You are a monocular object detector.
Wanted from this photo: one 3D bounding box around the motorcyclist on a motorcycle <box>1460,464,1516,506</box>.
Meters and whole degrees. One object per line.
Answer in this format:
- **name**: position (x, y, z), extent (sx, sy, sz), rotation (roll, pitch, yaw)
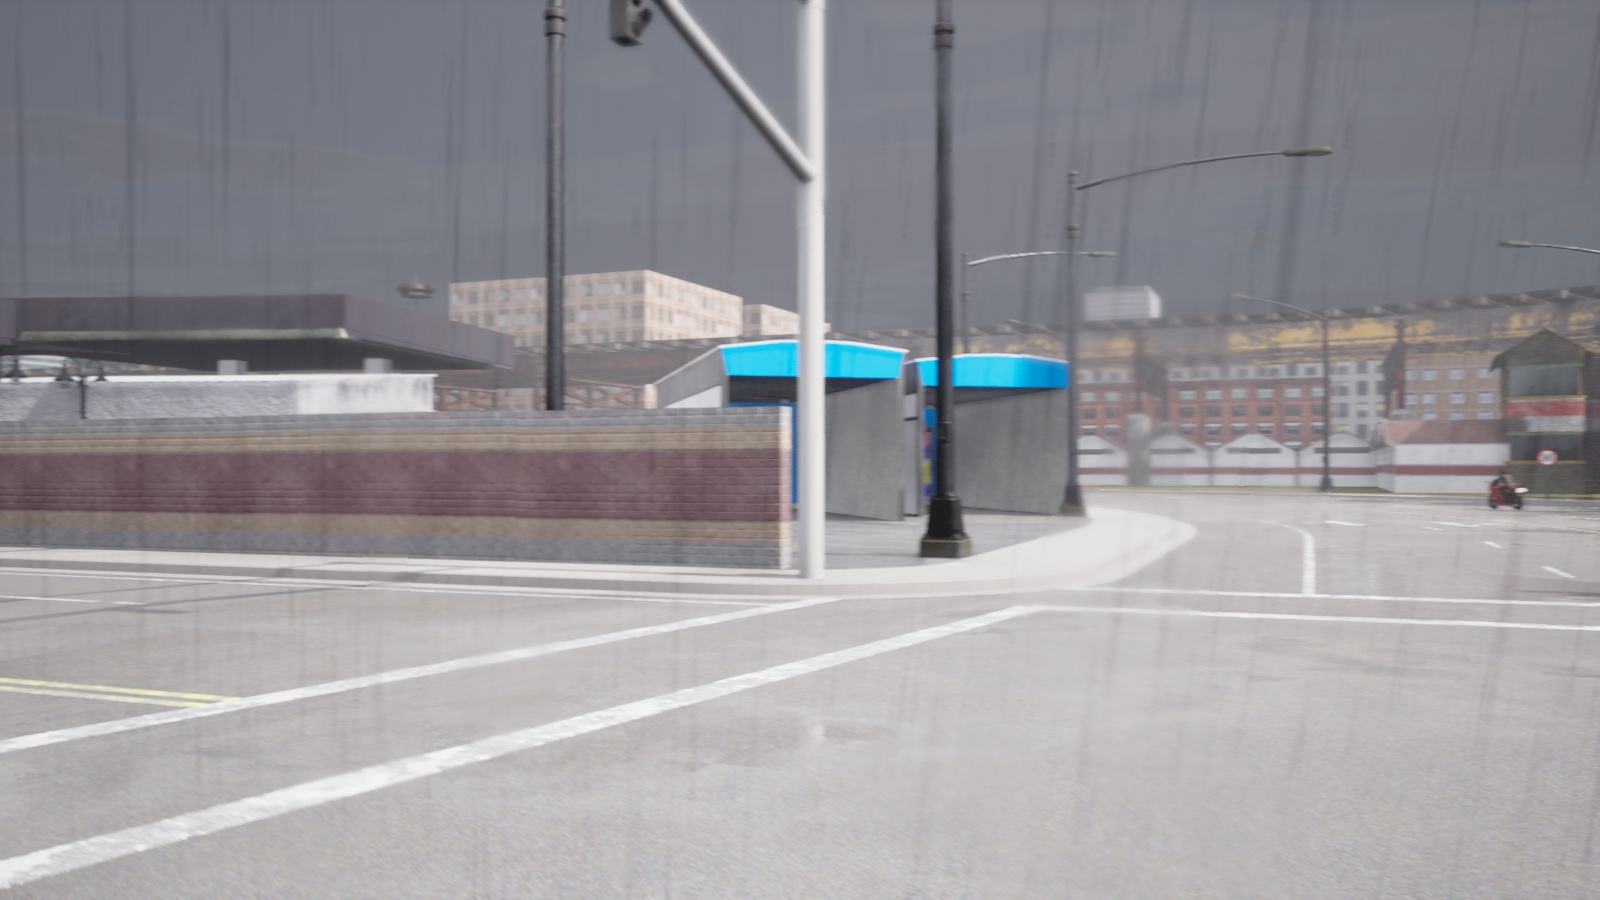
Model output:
- **motorcyclist on a motorcycle**: position (25.674, 1.284, 46.885), extent (0.797, 1.523, 2.044), rotation (-1, -1, -5)
